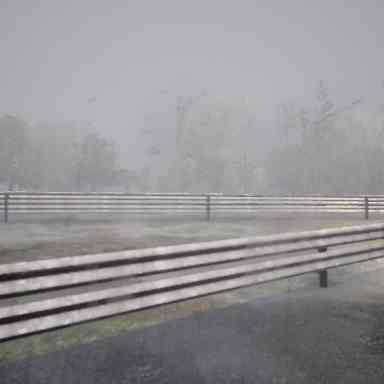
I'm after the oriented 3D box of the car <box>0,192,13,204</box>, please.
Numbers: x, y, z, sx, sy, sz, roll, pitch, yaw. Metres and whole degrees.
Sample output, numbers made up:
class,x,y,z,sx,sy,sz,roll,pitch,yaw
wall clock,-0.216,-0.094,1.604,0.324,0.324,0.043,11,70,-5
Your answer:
class,x,y,z,sx,sy,sz,roll,pitch,yaw
car,-14.625,0.307,20.526,5.566,2.045,2.150,1,0,-12

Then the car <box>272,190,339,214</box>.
class,x,y,z,sx,sy,sz,roll,pitch,yaw
car,9.002,0.758,25.777,4.553,1.767,2.097,1,0,-13

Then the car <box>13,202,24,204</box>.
class,x,y,z,sx,sy,sz,roll,pitch,yaw
car,-16.146,0.645,27.356,4.181,1.385,1.994,1,0,-12

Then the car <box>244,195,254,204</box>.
class,x,y,z,sx,sy,sz,roll,pitch,yaw
car,7.568,0.884,32.630,4.892,1.490,1.837,1,0,-13

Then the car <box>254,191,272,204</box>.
class,x,y,z,sx,sy,sz,roll,pitch,yaw
car,8.262,0.745,29.197,4.553,1.767,2.097,1,0,-13
